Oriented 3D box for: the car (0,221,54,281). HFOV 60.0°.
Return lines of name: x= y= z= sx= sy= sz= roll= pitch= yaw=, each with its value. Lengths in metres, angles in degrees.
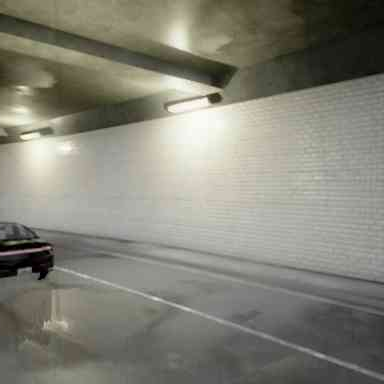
car: x=-5.565 y=1.541 z=8.976 sx=4.902 sy=1.511 sz=2.128 roll=0 pitch=-1 yaw=40
